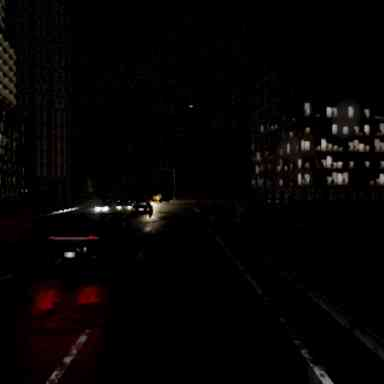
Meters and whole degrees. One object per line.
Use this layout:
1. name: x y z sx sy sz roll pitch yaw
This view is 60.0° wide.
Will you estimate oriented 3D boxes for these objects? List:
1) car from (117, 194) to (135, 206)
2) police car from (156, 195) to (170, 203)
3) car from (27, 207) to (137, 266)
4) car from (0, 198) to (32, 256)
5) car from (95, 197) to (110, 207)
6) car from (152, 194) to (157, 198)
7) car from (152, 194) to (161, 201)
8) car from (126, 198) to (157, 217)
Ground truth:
1. car: -10.529 1.325 52.274 2.097 1.767 4.553 0 0 -8
2. police car: -5.715 1.386 69.209 1.930 1.638 5.238 0 0 -11
3. car: -3.415 1.487 11.496 2.128 1.511 4.902 0 0 -2
4. car: -6.803 1.220 10.057 2.150 2.045 5.566 0 0 -2
5. car: -13.638 1.468 51.015 2.128 1.511 4.902 0 0 -8
6. car: -7.779 1.415 79.238 1.801 1.575 5.366 0 0 -12
7. car: -9.137 1.415 85.179 1.801 1.575 5.366 0 0 -13
8. car: -4.563 1.529 30.772 2.033 1.411 5.357 0 0 -5
